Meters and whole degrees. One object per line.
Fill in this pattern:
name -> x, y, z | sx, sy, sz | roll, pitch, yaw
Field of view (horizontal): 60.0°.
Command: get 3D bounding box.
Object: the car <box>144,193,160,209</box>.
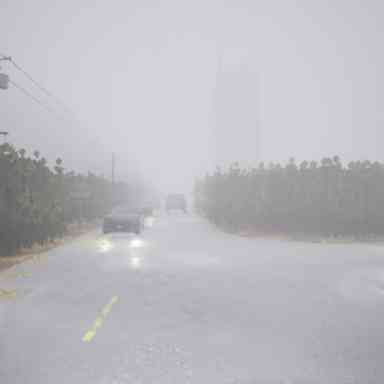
car -> -5.546, 1.224, 45.162 | 2.150, 2.045, 5.566 | 0, 0, -2

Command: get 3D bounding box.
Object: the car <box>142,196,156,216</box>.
car -> -4.732, 1.480, 32.094 | 1.882, 1.535, 5.008 | 0, 0, -5

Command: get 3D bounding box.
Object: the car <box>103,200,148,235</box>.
car -> -3.792, 1.479, 19.082 | 1.882, 1.535, 5.008 | 0, 0, -4

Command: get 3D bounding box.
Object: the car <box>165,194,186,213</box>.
car -> -1.826, 1.225, 37.772 | 2.150, 2.045, 5.566 | 0, 0, -4
